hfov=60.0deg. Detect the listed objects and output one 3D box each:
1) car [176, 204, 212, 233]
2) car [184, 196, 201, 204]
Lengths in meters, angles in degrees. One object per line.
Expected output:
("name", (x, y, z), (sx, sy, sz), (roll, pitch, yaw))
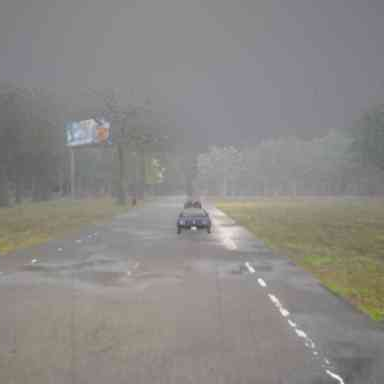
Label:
("car", (0.107, 1.626, 19.762), (1.895, 1.301, 4.718), (0, 0, 0))
("car", (0.115, 1.230, 41.877), (2.097, 1.767, 4.553), (0, 0, 0))
